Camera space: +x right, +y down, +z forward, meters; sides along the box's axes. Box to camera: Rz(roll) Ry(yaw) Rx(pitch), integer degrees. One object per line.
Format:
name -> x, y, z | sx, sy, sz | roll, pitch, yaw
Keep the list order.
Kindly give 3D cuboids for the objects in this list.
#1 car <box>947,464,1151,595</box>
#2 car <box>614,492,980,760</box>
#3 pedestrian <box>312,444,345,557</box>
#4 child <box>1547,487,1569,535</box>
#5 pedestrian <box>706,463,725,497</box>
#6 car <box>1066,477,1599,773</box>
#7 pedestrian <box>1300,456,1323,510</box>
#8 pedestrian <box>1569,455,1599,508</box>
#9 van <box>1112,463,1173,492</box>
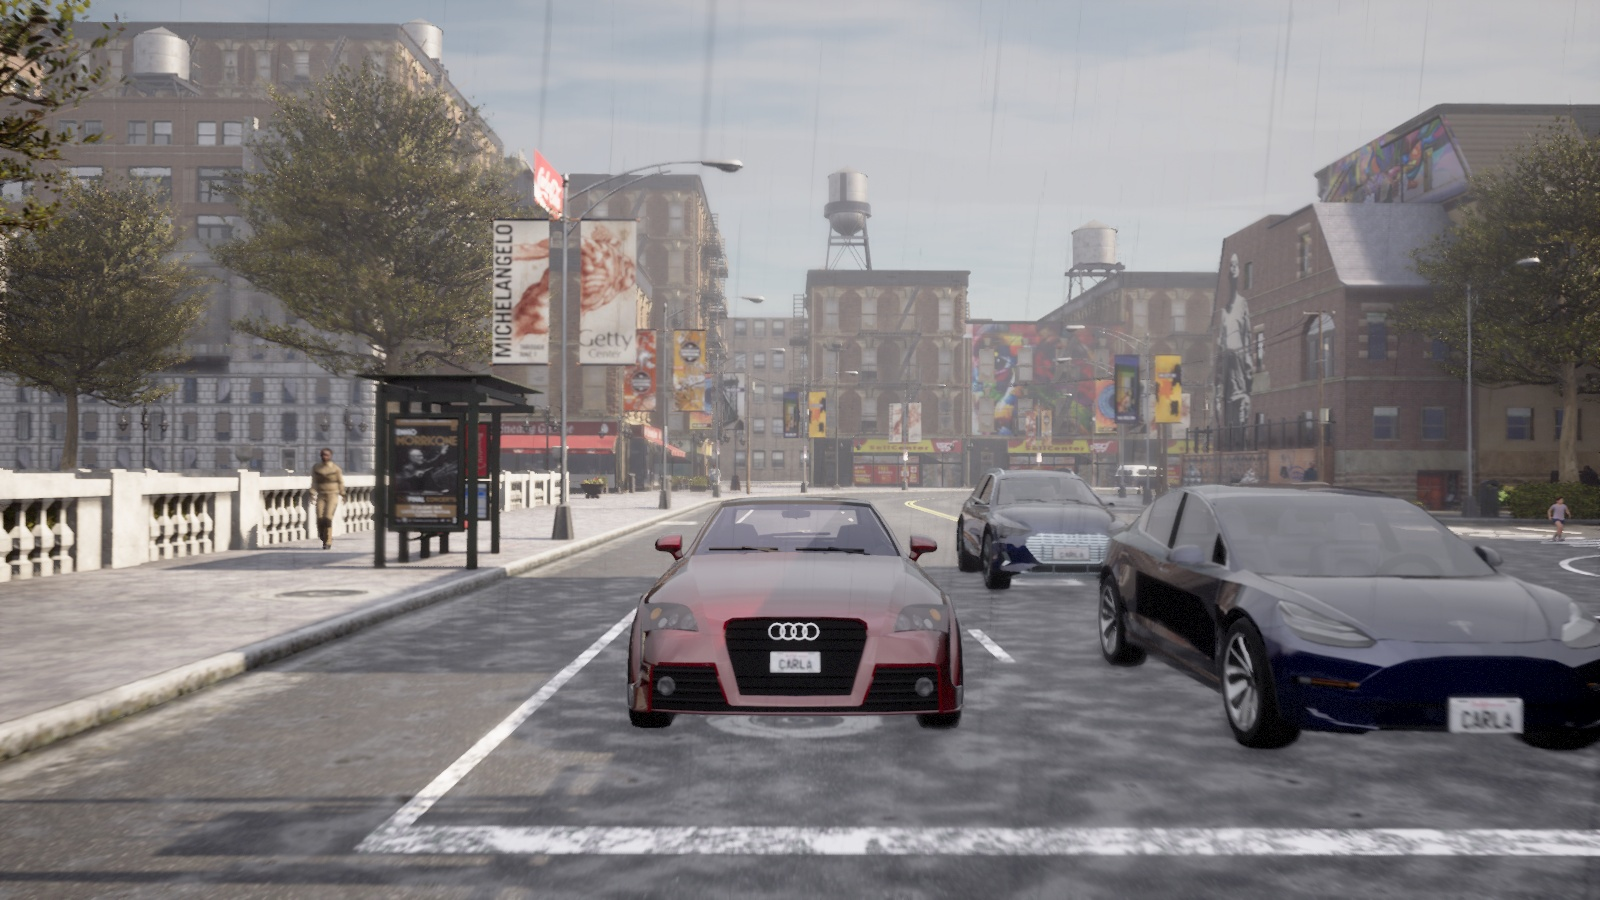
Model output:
car -> 3.456, 1.038, 18.434 | 2.033, 1.649, 4.856 | 0, -1, 0
car -> -0.021, 1.028, 8.943 | 1.994, 1.385, 4.181 | 0, -1, 0
pedestrian -> -8.223, 0.871, 21.901 | 0.396, 1.930, 0.692 | 0, -1, -8
child -> 17.772, 1.420, 29.459 | 0.255, 1.110, 0.394 | 0, -1, 0
pedestrian -> -4.704, 1.657, 69.726 | 0.874, 1.855, 0.900 | 0, -1, 7
car -> 3.478, 0.949, 8.849 | 2.163, 1.488, 4.792 | 0, -1, 0
pedestrian -> 17.663, 1.126, 43.355 | 0.402, 1.842, 0.726 | 0, -1, -10
pedestrian -> 27.453, 1.094, 43.742 | 0.899, 1.844, 0.634 | 0, -1, -5
van -> 24.092, 1.920, 88.320 | 4.480, 2.038, 2.069 | 1, -2, -42
